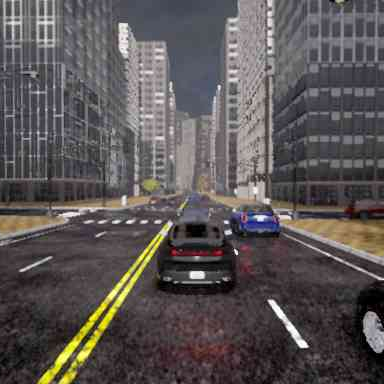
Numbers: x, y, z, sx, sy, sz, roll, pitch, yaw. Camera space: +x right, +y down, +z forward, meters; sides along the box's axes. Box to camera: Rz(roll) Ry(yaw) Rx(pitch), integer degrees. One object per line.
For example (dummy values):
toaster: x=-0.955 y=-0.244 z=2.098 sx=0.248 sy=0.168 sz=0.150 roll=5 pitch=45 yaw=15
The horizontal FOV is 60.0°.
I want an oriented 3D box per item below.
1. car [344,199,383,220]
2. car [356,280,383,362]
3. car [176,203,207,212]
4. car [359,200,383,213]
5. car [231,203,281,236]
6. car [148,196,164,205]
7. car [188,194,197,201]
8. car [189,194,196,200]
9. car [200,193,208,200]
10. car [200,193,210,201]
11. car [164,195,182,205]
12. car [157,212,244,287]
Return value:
car: x=16.230 y=1.539 z=29.615 sx=5.009 sy=1.841 sz=2.192 roll=0 pitch=0 yaw=1
car: x=3.351 y=1.506 z=3.011 sx=1.837 sy=1.490 sz=4.892 roll=0 pitch=0 yaw=0
car: x=0.119 y=1.551 z=18.875 sx=2.033 sy=1.411 sz=5.357 roll=0 pitch=0 yaw=0
car: x=21.847 y=1.668 z=37.896 sx=4.829 sy=1.417 sz=1.752 roll=0 pitch=0 yaw=1
car: x=3.367 y=1.356 z=18.460 sx=2.097 sy=1.767 sz=4.553 roll=0 pitch=0 yaw=0
car: x=-6.500 y=1.522 z=57.930 sx=1.812 sy=1.442 sz=4.674 roll=0 pitch=0 yaw=1
car: x=0.080 y=1.452 z=80.421 sx=1.882 sy=1.535 sz=5.008 roll=0 pitch=0 yaw=0
car: x=0.089 y=1.283 z=90.838 sx=1.882 sy=1.535 sz=5.008 roll=0 pitch=0 yaw=0
car: x=3.339 y=1.160 z=90.804 sx=2.097 sy=1.767 sz=4.553 roll=0 pitch=0 yaw=0
car: x=3.330 y=1.452 z=80.415 sx=1.882 sy=1.535 sz=5.008 roll=0 pitch=0 yaw=0
car: x=-3.248 y=1.501 z=58.037 sx=1.837 sy=1.490 sz=4.892 roll=0 pitch=0 yaw=1
car: x=0.107 y=1.505 z=9.325 sx=1.837 sy=1.490 sz=4.892 roll=0 pitch=-1 yaw=0
